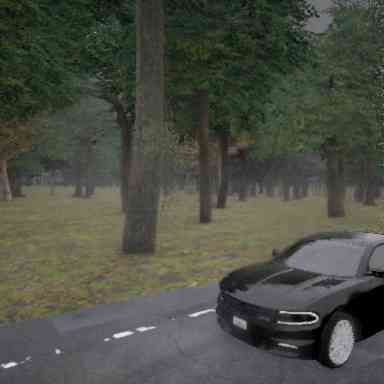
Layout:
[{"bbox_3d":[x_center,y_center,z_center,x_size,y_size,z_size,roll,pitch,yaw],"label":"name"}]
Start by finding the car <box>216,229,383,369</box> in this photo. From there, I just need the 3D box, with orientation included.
[{"bbox_3d":[2.674,1.475,5.900,5.008,1.535,1.882,0,0,-36],"label":"car"}]
